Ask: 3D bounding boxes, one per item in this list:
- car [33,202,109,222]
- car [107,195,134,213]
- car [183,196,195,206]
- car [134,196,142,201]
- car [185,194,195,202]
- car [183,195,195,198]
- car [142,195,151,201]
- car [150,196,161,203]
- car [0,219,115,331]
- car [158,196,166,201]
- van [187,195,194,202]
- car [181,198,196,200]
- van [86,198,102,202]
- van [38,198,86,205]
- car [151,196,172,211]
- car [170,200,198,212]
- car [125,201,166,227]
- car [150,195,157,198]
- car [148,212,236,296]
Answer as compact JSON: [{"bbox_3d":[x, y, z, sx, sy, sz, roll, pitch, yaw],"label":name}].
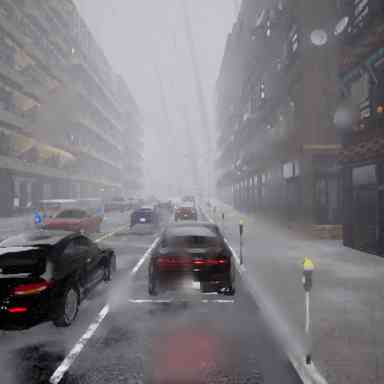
[{"bbox_3d":[-5.870,1.490,16.671,1.882,1.535,5.008,0,0,0],"label":"car"},{"bbox_3d":[-8.314,1.365,37.346,2.192,1.841,5.009,1,0,0],"label":"car"},{"bbox_3d":[-0.473,1.553,59.411,1.967,1.590,4.097,1,0,0],"label":"car"},{"bbox_3d":[-8.314,1.379,42.876,2.192,1.841,5.009,1,0,0],"label":"car"},{"bbox_3d":[-0.472,1.521,81.536,2.192,1.841,5.009,1,0,0],"label":"car"},{"bbox_3d":[-0.429,1.490,37.286,1.967,1.590,4.097,1,0,0],"label":"car"},{"bbox_3d":[-8.321,1.660,53.938,1.947,1.339,4.313,1,0,0],"label":"car"},{"bbox_3d":[-8.323,1.725,76.059,1.887,1.381,4.507,1,0,0],"label":"car"},{"bbox_3d":[-2.920,1.530,6.858,1.812,1.442,4.674,0,0,0],"label":"car"},{"bbox_3d":[-8.326,1.847,92.652,1.802,1.307,4.206,1,0,0],"label":"car"},{"bbox_3d":[-0.474,1.575,87.068,1.690,1.788,3.998,1,0,0],"label":"van"},{"bbox_3d":[-0.438,1.582,31.754,1.887,1.381,4.507,1,0,0],"label":"car"},{"bbox_3d":[-8.314,1.368,26.285,1.690,1.788,3.998,1,0,0],"label":"van"},{"bbox_3d":[-8.312,1.359,20.753,1.690,1.788,3.998,2,0,0],"label":"van"},{"bbox_3d":[-2.926,1.540,36.502,2.128,1.511,4.902,0,0,0],"label":"car"},{"bbox_3d":[-0.438,1.572,26.224,1.887,1.381,4.507,1,0,0],"label":"car"},{"bbox_3d":[-3.021,1.546,22.718,1.812,1.442,4.674,0,0,0],"label":"car"},{"bbox_3d":[-8.317,1.471,70.528,2.192,1.841,5.009,1,0,0],"label":"car"},{"bbox_3d":[0.000,1.509,8.653,1.837,1.490,4.892,0,0,0],"label":"car"}]
